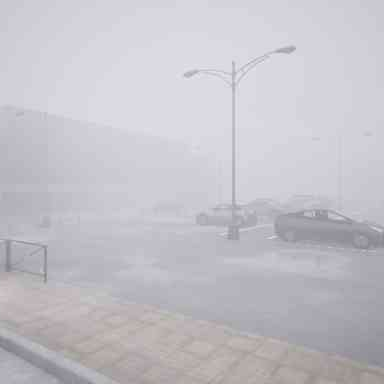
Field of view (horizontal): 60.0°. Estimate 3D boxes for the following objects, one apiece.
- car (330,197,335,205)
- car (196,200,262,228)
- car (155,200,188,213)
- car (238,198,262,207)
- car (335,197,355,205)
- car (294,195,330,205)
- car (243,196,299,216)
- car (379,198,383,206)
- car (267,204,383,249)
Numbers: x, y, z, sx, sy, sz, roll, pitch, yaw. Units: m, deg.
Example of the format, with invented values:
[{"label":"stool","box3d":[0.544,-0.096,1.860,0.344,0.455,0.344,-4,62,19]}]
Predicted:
[{"label":"car","box3d":[14.240,1.290,39.906,4.605,1.855,1.932,0,0,35]},{"label":"car","box3d":[2.175,1.425,21.355,3.806,1.475,1.970,0,0,35]},{"label":"car","box3d":[-2.362,1.670,39.983,2.128,1.511,4.902,0,0,35]},{"label":"car","box3d":[10.069,1.726,57.762,2.033,1.411,5.357,0,0,35]},{"label":"car","box3d":[24.997,1.566,55.061,3.633,1.501,1.845,0,0,35]},{"label":"car","box3d":[12.914,1.270,37.288,3.866,1.878,1.905,0,0,35]},{"label":"car","box3d":[5.585,1.346,26.801,5.027,1.636,2.152,0,0,35]},{"label":"car","box3d":[29.373,1.576,48.368,3.806,1.475,1.970,0,0,35]},{"label":"car","box3d":[5.855,1.490,14.315,4.514,1.523,2.007,0,0,35]}]
